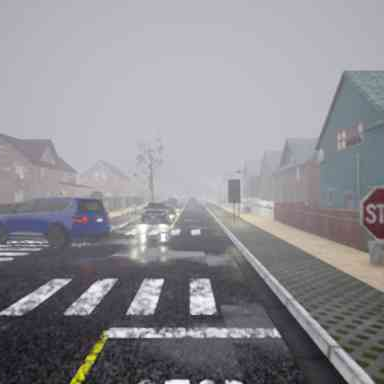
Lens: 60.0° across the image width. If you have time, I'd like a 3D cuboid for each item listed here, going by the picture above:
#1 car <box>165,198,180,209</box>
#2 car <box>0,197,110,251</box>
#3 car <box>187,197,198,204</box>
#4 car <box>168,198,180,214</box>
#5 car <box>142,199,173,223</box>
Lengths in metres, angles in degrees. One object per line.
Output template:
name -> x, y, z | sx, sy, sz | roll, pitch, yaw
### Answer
car -> -2.745, 1.579, 47.782 | 1.837, 1.490, 4.892 | 0, 0, 0
car -> -6.180, 1.250, 14.328 | 5.566, 2.045, 2.150 | -1, -2, 23
car -> 0.137, 1.637, 66.521 | 1.812, 1.442, 4.674 | 0, 0, 0
car -> -2.772, 1.602, 36.559 | 2.033, 1.411, 5.357 | 0, 0, 0
car -> -2.794, 1.564, 26.268 | 1.812, 1.442, 4.674 | 0, 0, 0
